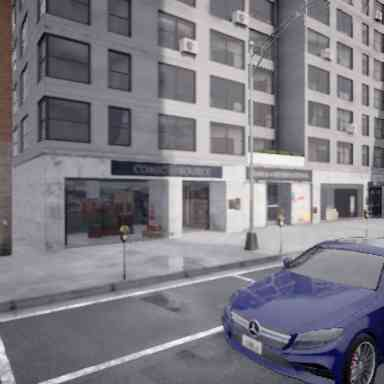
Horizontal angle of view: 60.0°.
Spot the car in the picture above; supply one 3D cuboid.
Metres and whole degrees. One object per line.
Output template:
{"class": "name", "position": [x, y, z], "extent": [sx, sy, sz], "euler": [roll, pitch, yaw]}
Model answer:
{"class": "car", "position": [2.590, 1.502, 5.222], "extent": [4.674, 1.442, 1.812], "euler": [0, 0, -35]}
